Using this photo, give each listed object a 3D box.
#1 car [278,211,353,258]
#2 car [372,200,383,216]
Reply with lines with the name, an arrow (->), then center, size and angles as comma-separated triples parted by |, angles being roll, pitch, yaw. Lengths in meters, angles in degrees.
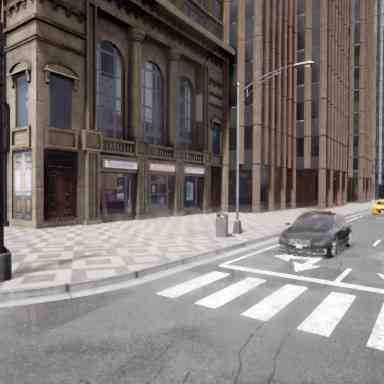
car -> 4.950, 1.555, 12.996 | 1.837, 1.490, 4.892 | 1, 1, 35
car -> 19.081, 1.525, 32.833 | 1.882, 1.535, 5.008 | 1, 1, 35
